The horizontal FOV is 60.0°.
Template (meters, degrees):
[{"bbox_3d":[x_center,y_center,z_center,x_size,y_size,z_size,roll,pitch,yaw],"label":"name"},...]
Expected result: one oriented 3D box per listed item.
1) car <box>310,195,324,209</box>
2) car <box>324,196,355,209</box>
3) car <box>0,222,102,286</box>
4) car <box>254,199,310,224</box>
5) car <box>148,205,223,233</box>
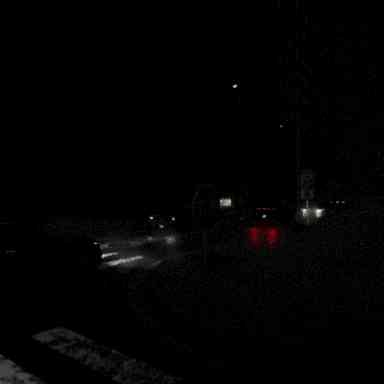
[{"bbox_3d":[14.623,1.089,39.133,1.882,1.535,5.008,-1,0,36],"label":"car"},{"bbox_3d":[16.867,1.130,37.261,2.033,1.411,5.357,-1,0,36],"label":"car"},{"bbox_3d":[-4.302,1.415,7.700,1.812,1.442,4.674,1,1,36],"label":"car"},{"bbox_3d":[5.717,1.203,21.723,2.128,1.511,4.902,-1,0,36],"label":"car"},{"bbox_3d":[-0.248,1.393,18.465,1.895,1.301,4.718,-1,0,36],"label":"car"}]
